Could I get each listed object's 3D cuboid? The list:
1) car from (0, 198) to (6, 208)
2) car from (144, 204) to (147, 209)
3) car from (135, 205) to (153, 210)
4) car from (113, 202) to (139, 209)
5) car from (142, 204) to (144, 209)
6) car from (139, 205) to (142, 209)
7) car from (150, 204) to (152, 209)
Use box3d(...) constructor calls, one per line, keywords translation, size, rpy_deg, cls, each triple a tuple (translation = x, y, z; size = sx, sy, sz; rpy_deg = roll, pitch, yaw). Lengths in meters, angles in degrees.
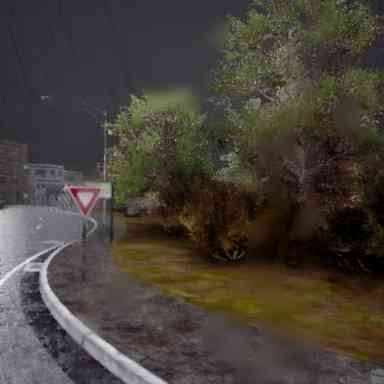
box3d(translation=(-25.668, 1.249, 41.754), size=(4.902, 1.511, 2.128), rpy_deg=(1, 1, 19), cls="car")
box3d(translation=(-13.747, 3.514, 79.124), size=(5.366, 1.575, 1.946), rpy_deg=(1, -3, 3), cls="car")
box3d(translation=(-13.003, 4.217, 90.097), size=(4.674, 1.452, 2.002), rpy_deg=(1, -3, 3), cls="car")
box3d(translation=(-14.125, 2.812, 68.132), size=(4.892, 1.521, 2.231), rpy_deg=(1, -4, 3), cls="car")
box3d(translation=(-13.834, 3.172, 73.621), size=(4.892, 1.521, 2.231), rpy_deg=(1, -4, 3), cls="car")
box3d(translation=(-13.984, 2.992, 70.878), size=(5.008, 1.535, 2.097), rpy_deg=(1, -4, 3), cls="car")
box3d(translation=(-13.312, 3.732, 84.609), size=(4.553, 1.767, 2.185), rpy_deg=(1, -3, 3), cls="car")
